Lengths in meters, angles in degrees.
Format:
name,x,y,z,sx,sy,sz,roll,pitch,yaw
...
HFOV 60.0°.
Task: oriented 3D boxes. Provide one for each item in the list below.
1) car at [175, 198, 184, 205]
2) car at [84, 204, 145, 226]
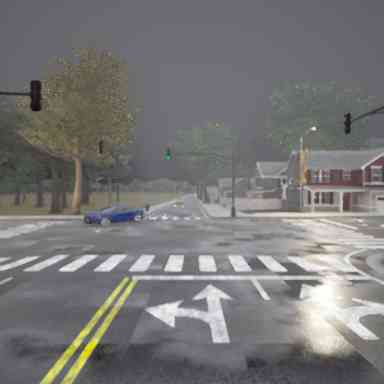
name,x,y,z,sx,sy,sz,roll,pitch,yaw
car,-2.754,2.031,72.513,1.882,1.535,5.008,0,0,0
car,-5.842,1.704,25.464,1.882,1.535,5.008,1,2,38
